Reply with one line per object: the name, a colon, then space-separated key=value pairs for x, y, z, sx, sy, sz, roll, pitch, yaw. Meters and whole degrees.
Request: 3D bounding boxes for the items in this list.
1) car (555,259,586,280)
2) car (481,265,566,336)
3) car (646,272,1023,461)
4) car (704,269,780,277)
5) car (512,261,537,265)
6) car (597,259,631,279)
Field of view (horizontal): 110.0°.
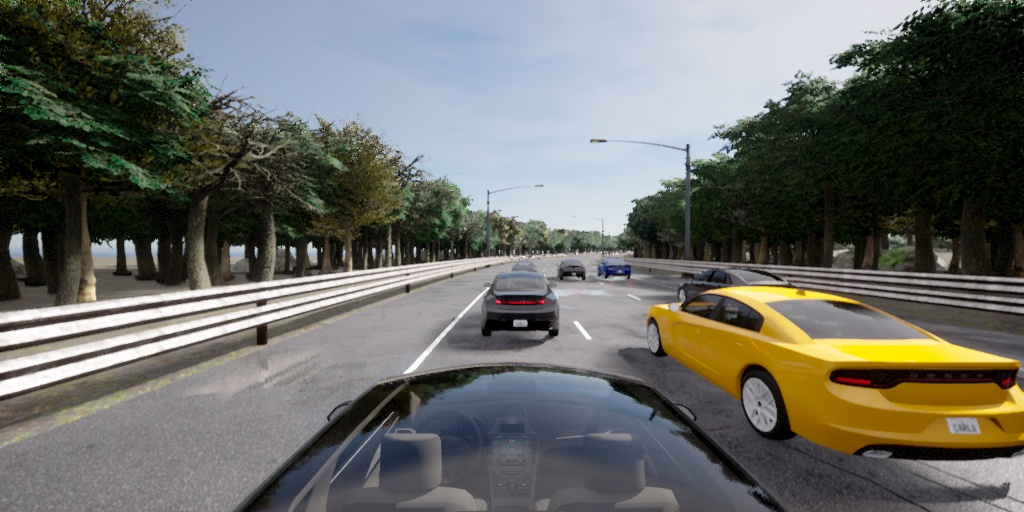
car: x=4.459 y=1.004 z=27.353 sx=1.837 sy=1.490 sz=4.892 roll=0 pitch=0 yaw=3
car: x=0.226 y=1.172 z=10.062 sx=1.837 sy=1.490 sz=4.892 roll=0 pitch=0 yaw=1
car: x=3.653 y=1.192 z=5.359 sx=1.882 sy=1.535 sz=5.008 roll=0 pitch=1 yaw=0
car: x=7.268 y=1.153 z=11.989 sx=1.837 sy=1.490 sz=4.892 roll=0 pitch=0 yaw=2
car: x=0.961 y=1.062 z=27.485 sx=1.994 sy=1.385 sz=4.181 roll=0 pitch=1 yaw=3
car: x=8.044 y=0.965 z=28.585 sx=1.882 sy=1.535 sz=5.008 roll=0 pitch=1 yaw=4
